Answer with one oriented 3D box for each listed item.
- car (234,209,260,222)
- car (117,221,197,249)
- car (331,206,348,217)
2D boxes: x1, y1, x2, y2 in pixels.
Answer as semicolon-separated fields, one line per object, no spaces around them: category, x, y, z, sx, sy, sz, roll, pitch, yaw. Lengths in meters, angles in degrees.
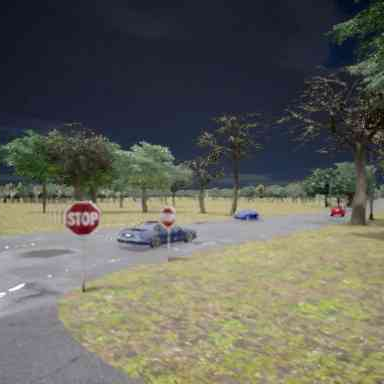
car;7.308;3.063;44.072;1.882;1.535;5.008;0;-1;36
car;-1.868;2.388;19.362;2.033;1.411;5.357;0;-1;36
car;27.606;3.566;62.785;2.150;2.045;5.566;0;-1;28
